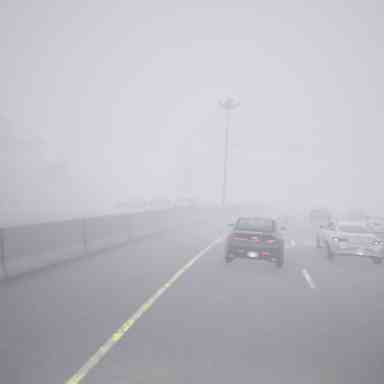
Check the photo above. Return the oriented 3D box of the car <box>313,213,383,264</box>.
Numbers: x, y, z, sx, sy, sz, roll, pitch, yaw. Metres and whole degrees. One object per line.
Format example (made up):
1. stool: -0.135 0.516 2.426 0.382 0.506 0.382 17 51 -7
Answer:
1. car: 6.260 1.861 13.494 1.812 1.442 4.674 3 0 14

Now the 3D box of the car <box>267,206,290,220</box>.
1. car: 7.662 1.946 29.693 1.812 1.442 4.674 3 0 20

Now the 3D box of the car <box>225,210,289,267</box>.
1. car: 2.359 1.636 12.219 1.837 1.490 4.892 3 0 13

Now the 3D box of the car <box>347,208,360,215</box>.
1. car: 18.738 2.550 37.863 2.033 1.411 5.357 3 0 25

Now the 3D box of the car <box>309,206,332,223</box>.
1. car: 12.330 2.156 31.999 2.128 1.511 4.902 3 0 22

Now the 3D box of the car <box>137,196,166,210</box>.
1. car: -3.996 1.222 38.774 1.895 1.301 4.718 3 0 22

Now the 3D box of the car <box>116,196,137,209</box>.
1. car: -7.226 1.177 40.127 1.882 1.535 5.008 3 0 22

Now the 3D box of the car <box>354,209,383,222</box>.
1. car: 12.552 2.195 22.493 1.812 1.442 4.674 3 0 18

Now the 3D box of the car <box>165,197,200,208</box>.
1. car: -0.736 1.352 37.504 2.097 1.767 4.553 3 0 22
